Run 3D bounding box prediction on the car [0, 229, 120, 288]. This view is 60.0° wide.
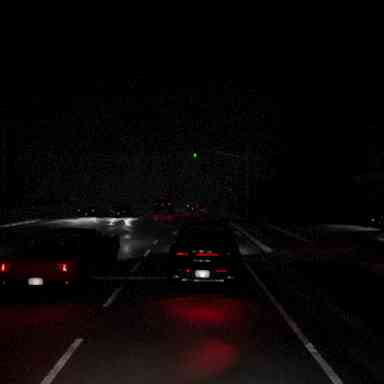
[{"bbox_3d":[-3.408,1.694,9.495,1.895,1.301,4.718,0,-1,0],"label":"car"}]

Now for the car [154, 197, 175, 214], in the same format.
[{"bbox_3d":[-3.406,1.618,41.031,2.150,2.045,5.566,0,0,0],"label":"car"}]

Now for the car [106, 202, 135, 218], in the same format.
[{"bbox_3d":[-7.095,1.837,34.515,1.837,1.490,4.892,0,0,0],"label":"car"}]

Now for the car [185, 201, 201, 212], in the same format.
[{"bbox_3d":[0.105,1.963,45.384,1.812,1.442,4.674,0,-1,1],"label":"car"}]

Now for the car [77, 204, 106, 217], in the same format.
[{"bbox_3d":[-10.594,1.943,35.463,1.895,1.301,4.718,0,-1,0],"label":"car"}]

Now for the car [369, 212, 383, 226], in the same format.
[{"bbox_3d":[14.856,1.687,22.908,4.892,1.490,1.837,0,-1,-1],"label":"car"}]

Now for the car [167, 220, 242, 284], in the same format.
[{"bbox_3d":[0.429,1.602,9.900,1.837,1.490,4.892,0,0,4],"label":"car"}]
